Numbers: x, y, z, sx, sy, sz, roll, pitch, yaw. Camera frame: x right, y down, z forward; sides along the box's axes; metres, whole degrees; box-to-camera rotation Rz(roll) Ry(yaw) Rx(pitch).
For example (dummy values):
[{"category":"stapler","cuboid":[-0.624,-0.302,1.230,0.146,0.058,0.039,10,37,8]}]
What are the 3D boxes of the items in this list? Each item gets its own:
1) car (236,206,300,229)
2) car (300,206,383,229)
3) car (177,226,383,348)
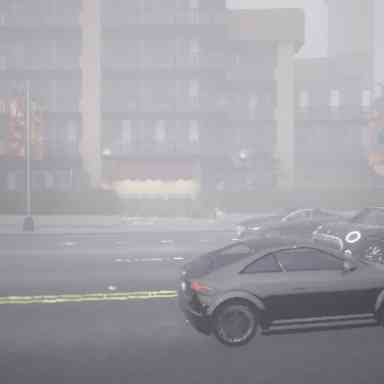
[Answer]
[{"category":"car","cuboid":[4.220,1.346,13.651,4.902,1.511,2.128,0,1,-14]},{"category":"car","cuboid":[6.123,1.239,10.555,4.553,1.767,2.097,0,1,-15]},{"category":"car","cuboid":[1.826,1.500,5.825,4.181,1.385,1.994,0,1,-10]}]
